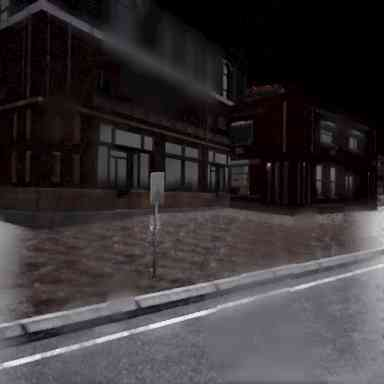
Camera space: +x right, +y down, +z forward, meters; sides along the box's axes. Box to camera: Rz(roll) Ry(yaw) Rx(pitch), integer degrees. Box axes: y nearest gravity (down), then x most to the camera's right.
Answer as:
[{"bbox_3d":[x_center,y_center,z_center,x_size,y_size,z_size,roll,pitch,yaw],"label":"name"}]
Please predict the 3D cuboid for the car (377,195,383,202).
[{"bbox_3d":[32.934,1.296,58.433,2.128,1.511,4.902,1,1,-12],"label":"car"}]
